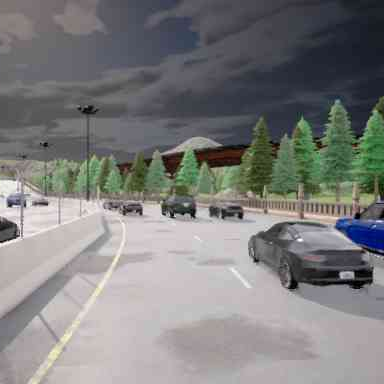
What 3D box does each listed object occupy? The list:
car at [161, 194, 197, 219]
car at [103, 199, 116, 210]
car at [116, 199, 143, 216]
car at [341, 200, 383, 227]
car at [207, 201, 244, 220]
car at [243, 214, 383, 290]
[{"bbox_3d":[-1.269,1.219,29.667,2.150,2.045,5.566,0,0,-17],"label":"car"},{"bbox_3d":[-10.072,1.545,42.746,2.033,1.411,5.357,0,0,-27],"label":"car"},{"bbox_3d":[-6.131,1.503,33.075,1.837,1.490,4.892,0,0,-19],"label":"car"},{"bbox_3d":[6.417,1.221,9.867,2.150,2.045,5.566,0,0,-6],"label":"car"},{"bbox_3d":[2.774,1.504,28.188,1.837,1.490,4.892,0,0,-16],"label":"car"},{"bbox_3d":[2.934,1.525,9.062,1.812,1.442,4.674,0,0,-5],"label":"car"}]
